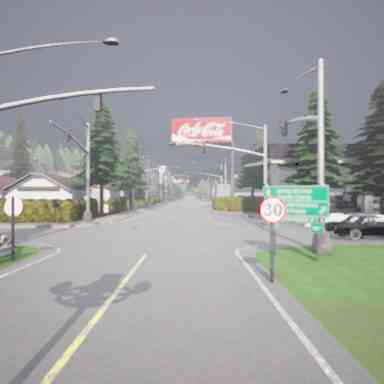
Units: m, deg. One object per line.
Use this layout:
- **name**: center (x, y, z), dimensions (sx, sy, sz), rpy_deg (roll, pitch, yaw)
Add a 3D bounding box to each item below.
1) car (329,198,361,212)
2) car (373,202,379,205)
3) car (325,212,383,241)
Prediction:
- **car**: center (14.332, 1.815, 33.119), dimensions (3.866, 1.878, 1.905), rpy_deg (0, -1, 0)
- **car**: center (18.651, 2.035, 38.793), dimensions (4.611, 1.667, 2.242), rpy_deg (0, -1, 0)
- **car**: center (10.091, 1.967, 18.617), dimensions (4.718, 1.301, 1.895), rpy_deg (0, -1, 0)
